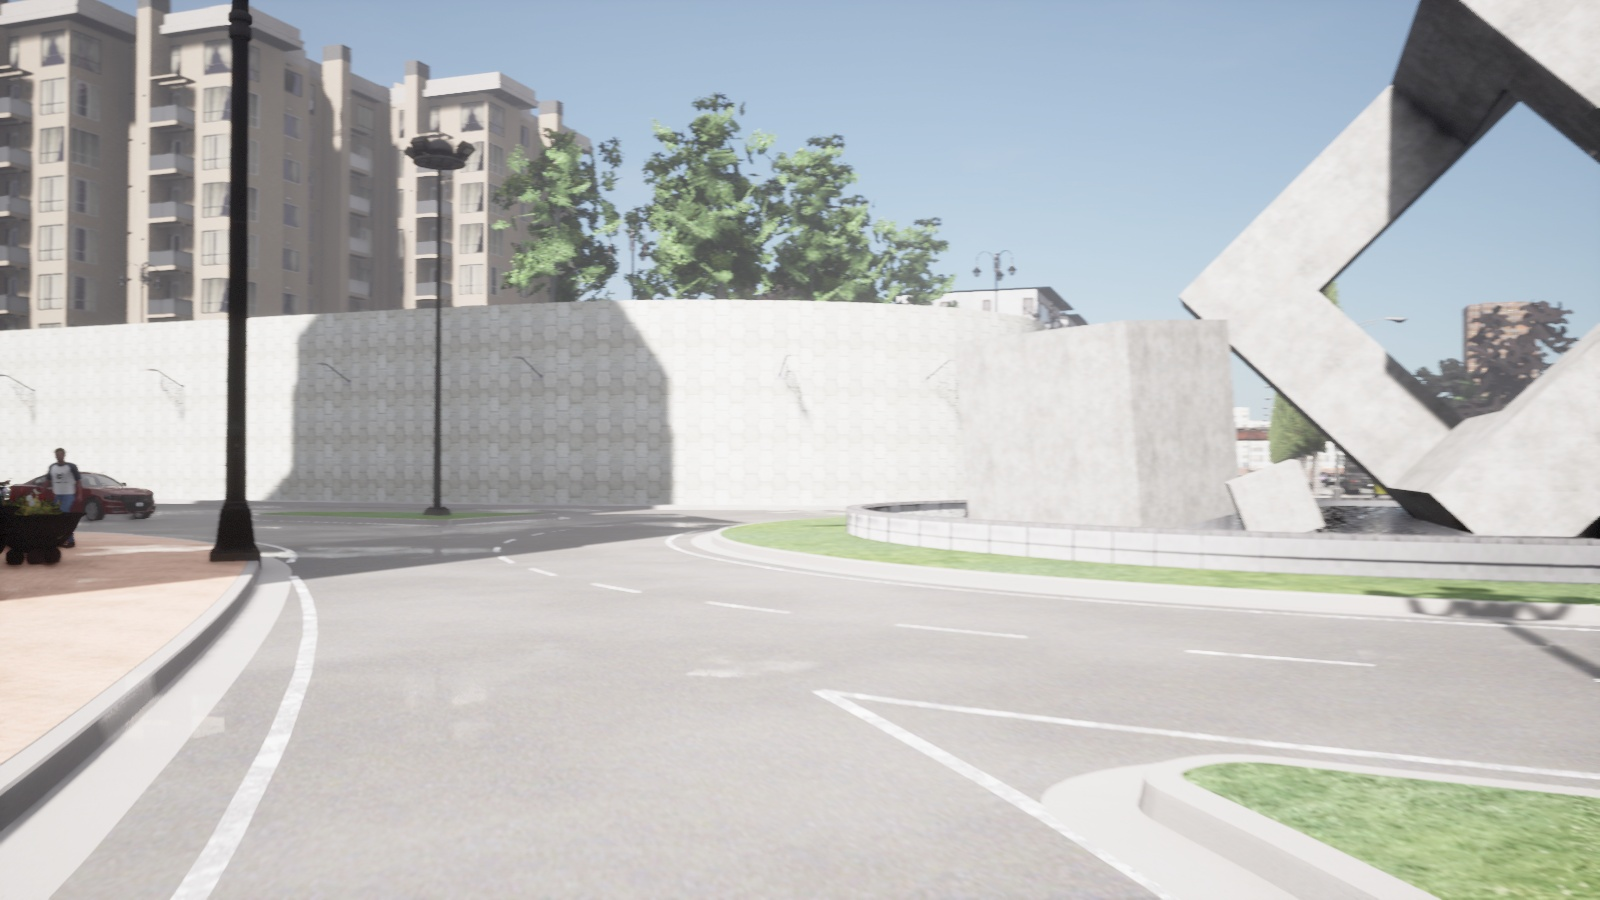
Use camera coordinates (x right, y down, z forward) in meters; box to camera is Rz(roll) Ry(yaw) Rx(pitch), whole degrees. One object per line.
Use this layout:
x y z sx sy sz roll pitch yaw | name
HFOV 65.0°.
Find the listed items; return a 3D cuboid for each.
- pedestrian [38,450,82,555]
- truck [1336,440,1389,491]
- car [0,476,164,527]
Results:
-13.191 0.925 22.392 0.354 1.836 0.706 0 -1 0 | pedestrian
39.886 1.098 89.254 2.891 3.462 7.936 -1 -1 20 | truck
-22.643 1.592 39.511 5.008 1.535 1.882 -1 -1 23 | car
